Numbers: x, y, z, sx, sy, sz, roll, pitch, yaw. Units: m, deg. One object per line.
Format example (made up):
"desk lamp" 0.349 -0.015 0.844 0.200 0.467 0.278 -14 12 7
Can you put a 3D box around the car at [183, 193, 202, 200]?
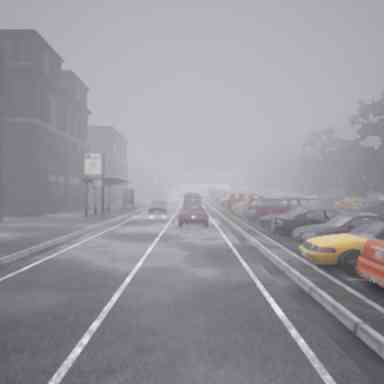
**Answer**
"car" 0.038 1.100 41.261 2.150 2.045 5.566 0 0 0

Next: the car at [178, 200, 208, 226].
"car" 0.083 1.521 22.786 1.994 1.385 4.181 0 0 0

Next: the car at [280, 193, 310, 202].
"car" 19.514 1.026 63.036 5.008 1.535 2.097 0 2 0

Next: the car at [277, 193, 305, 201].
"car" 19.526 0.937 65.825 5.008 1.535 2.097 0 2 0

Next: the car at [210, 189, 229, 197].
"car" 6.539 0.228 79.611 4.553 1.767 2.185 0 3 0

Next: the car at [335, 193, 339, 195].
"car" 19.460 1.298 40.726 4.553 1.767 2.185 0 0 0

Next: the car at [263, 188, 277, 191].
"car" 19.605 0.517 76.851 4.792 1.488 2.163 0 3 0

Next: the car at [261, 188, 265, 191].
"car" 19.591 0.382 79.760 4.674 1.452 2.002 0 3 0

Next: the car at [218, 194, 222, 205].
"car" 6.354 1.405 43.403 5.008 1.535 2.097 0 0 0

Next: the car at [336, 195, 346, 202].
"car" 19.412 1.435 37.942 5.008 1.535 2.097 0 0 0

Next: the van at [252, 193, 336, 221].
"van" 6.385 1.255 21.130 4.442 1.987 1.878 0 0 0

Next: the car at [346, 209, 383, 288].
"car" 6.180 1.382 7.214 4.553 1.767 2.185 0 0 0

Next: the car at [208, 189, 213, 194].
"car" 6.467 0.741 71.264 4.892 1.521 2.231 0 2 0

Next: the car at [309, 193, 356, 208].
"car" 19.479 1.123 46.305 5.566 2.045 2.435 0 1 0

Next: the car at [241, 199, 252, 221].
"car" 6.286 1.475 23.914 4.892 1.521 2.231 0 0 0

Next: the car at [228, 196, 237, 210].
"car" 6.308 1.452 32.264 5.008 1.535 2.097 0 0 0

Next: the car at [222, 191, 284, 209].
"car" 6.353 1.194 35.046 5.566 2.045 2.435 0 0 0

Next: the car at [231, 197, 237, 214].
"car" 6.488 1.457 29.480 5.366 1.575 1.946 0 0 0

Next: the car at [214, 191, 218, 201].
"car" 6.436 1.119 54.545 4.553 1.767 2.185 0 1 0

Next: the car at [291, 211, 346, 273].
"car" 6.037 1.501 9.998 5.366 1.575 1.946 0 0 0

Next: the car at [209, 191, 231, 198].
"car" 6.491 0.491 76.842 5.008 1.535 2.097 0 3 0

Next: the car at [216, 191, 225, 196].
"car" 6.425 1.171 51.766 4.553 1.767 2.185 0 1 0

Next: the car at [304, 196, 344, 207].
"car" 19.468 1.337 49.097 5.008 1.535 2.097 0 1 0

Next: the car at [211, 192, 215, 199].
"car" 6.398 1.141 60.122 4.792 1.488 2.163 0 1 0

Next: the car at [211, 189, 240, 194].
"car" 6.408 0.907 62.904 4.553 1.767 2.185 0 2 0

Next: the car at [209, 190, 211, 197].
"car" 6.433 0.879 68.488 4.792 1.488 2.163 0 2 0

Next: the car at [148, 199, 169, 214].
"car" -3.393 1.469 34.593 2.033 1.411 5.357 0 0 0

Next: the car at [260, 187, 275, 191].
"car" 19.602 0.237 82.542 4.674 1.452 2.002 0 3 0

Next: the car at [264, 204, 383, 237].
"car" 6.240 1.493 15.564 5.008 1.535 2.097 0 0 0

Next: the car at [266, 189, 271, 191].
"car" 19.750 0.613 74.060 5.366 1.575 1.946 0 3 0

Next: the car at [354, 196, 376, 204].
"car" 19.365 1.199 32.248 5.566 2.045 2.435 0 0 0

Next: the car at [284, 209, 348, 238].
"car" 6.236 1.539 12.780 4.674 1.452 2.002 0 0 0

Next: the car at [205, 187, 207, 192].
"car" 6.501 0.092 85.182 4.792 1.488 2.163 0 3 0

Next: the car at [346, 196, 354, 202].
"car" 19.590 1.440 35.033 5.366 1.575 1.946 0 0 0

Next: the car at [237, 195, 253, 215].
"car" 6.260 1.341 26.822 4.553 1.767 2.185 0 0 0

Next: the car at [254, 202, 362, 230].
"car" 6.262 1.487 18.347 5.008 1.535 2.097 0 0 0

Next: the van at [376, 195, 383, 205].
"van" 19.266 1.232 29.463 4.442 1.987 1.878 0 0 0

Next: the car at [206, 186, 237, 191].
"car" 6.513 0.369 74.040 5.566 2.045 2.435 0 3 0

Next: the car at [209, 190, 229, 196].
"car" 6.548 0.238 82.401 4.792 1.488 2.163 0 3 0

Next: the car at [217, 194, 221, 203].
"car" 6.365 1.377 46.192 5.008 1.535 2.097 0 1 0

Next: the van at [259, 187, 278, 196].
"van" 19.484 -0.167 85.198 4.442 1.987 1.878 -1 3 0

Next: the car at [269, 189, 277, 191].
"car" 19.739 0.733 71.267 5.366 1.575 1.946 0 3 0
